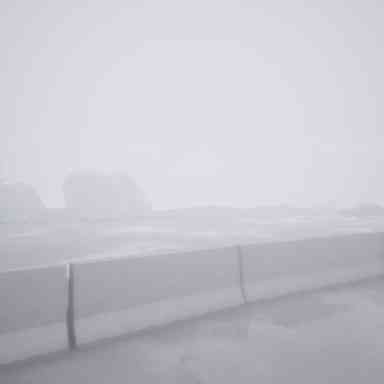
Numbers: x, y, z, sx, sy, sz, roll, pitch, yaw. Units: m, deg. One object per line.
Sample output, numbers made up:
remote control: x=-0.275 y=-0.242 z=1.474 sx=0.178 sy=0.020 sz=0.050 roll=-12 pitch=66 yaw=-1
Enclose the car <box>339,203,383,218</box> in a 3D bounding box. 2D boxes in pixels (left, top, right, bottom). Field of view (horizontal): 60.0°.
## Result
car: x=17.330 y=1.814 z=33.340 sx=5.357 sy=1.411 sz=2.033 roll=1 pitch=0 yaw=-23
